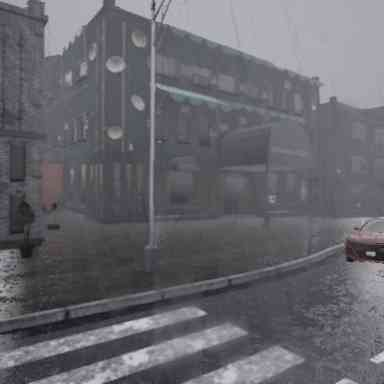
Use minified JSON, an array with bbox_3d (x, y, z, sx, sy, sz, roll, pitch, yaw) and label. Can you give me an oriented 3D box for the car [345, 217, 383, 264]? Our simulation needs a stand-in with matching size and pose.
[{"bbox_3d":[7.062,1.648,11.850,1.882,1.535,5.008,0,-1,42],"label":"car"}]
